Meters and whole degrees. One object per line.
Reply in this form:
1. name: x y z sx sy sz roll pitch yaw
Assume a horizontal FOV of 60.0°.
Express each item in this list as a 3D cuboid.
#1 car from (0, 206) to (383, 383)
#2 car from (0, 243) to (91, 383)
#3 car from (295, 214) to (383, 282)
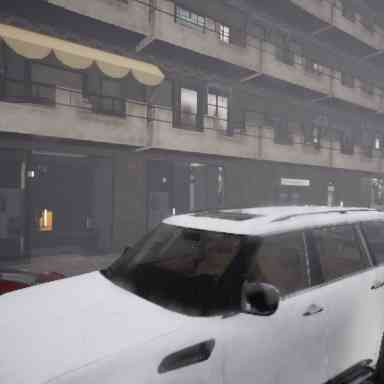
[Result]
1. car: 0.523 1.222 3.748 5.566 2.045 2.150 0 0 -35
2. car: -3.600 1.582 3.978 4.206 1.307 1.802 0 1 -35
3. car: 5.443 1.548 10.405 4.507 1.381 1.887 0 1 -35
